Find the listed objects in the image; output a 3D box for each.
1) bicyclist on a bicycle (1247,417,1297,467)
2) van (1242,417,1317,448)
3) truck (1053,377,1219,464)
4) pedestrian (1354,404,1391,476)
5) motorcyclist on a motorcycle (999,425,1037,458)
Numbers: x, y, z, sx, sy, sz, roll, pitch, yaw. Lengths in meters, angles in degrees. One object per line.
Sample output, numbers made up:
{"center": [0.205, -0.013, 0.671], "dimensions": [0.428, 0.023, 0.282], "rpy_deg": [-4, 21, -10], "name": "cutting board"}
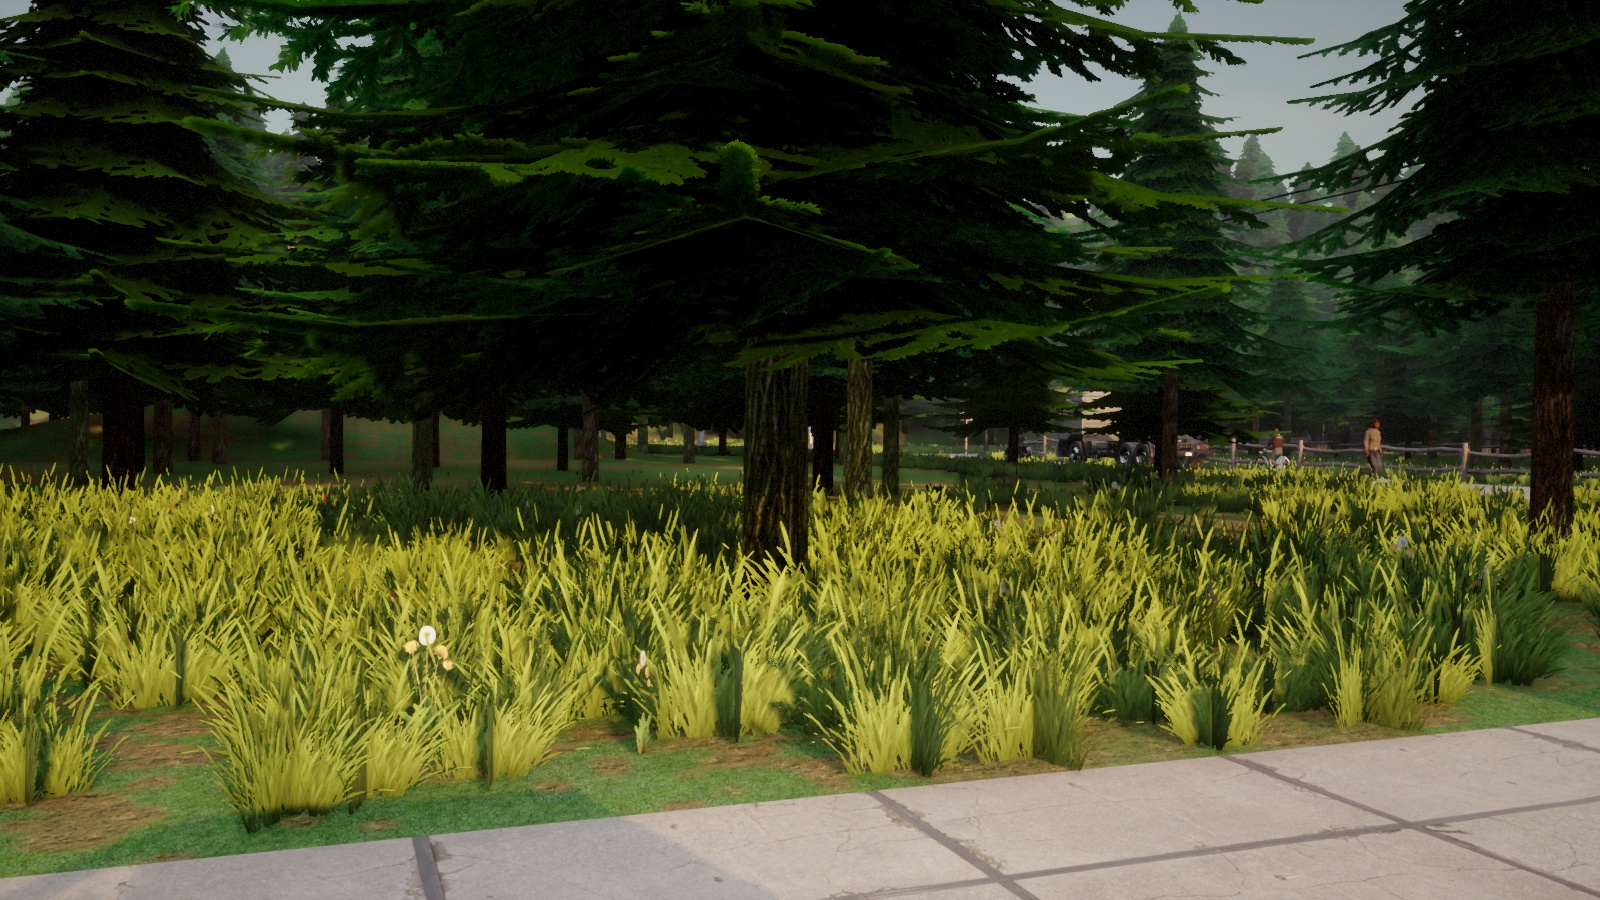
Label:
{"center": [17.237, -0.291, 45.889], "dimensions": [0.659, 1.776, 1.843], "rpy_deg": [-1, 1, -20], "name": "bicyclist on a bicycle"}
{"center": [31.717, -1.145, 83.161], "dimensions": [4.442, 1.987, 1.775], "rpy_deg": [0, 1, 16], "name": "van"}
{"center": [14.276, -1.246, 54.160], "dimensions": [2.891, 3.462, 7.936], "rpy_deg": [-1, 1, -20], "name": "truck"}
{"center": [14.587, -0.256, 32.011], "dimensions": [0.328, 1.805, 0.869], "rpy_deg": [-1, 1, -21], "name": "pedestrian"}
{"center": [10.977, -0.428, 63.368], "dimensions": [0.766, 1.649, 2.350], "rpy_deg": [-1, 1, -21], "name": "motorcyclist on a motorcycle"}
